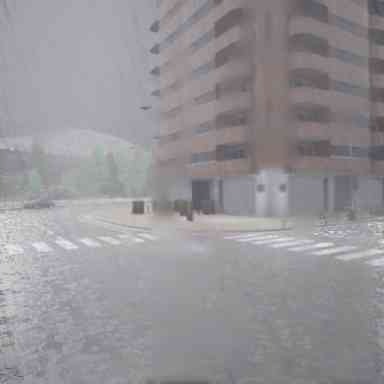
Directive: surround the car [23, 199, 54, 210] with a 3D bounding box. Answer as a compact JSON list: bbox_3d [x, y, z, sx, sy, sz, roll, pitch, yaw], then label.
[{"bbox_3d":[-22.056,1.765,47.917,1.837,1.490,4.892,-3,0,17],"label":"car"}]
